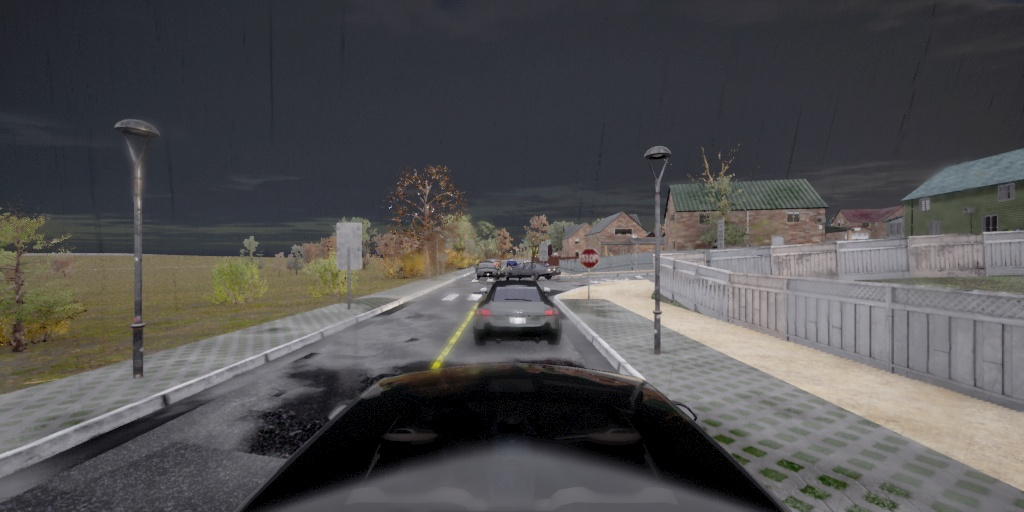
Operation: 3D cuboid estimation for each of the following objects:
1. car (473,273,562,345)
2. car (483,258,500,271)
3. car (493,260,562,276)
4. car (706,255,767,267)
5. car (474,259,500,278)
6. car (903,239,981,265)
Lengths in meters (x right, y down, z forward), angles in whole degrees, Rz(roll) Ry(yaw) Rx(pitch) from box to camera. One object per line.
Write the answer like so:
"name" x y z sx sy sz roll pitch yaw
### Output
"car" 0.097 1.313 9.467 1.994 1.385 4.181 0 0 -1
"car" -2.881 1.120 51.209 2.097 1.767 4.553 0 0 1
"car" 1.318 1.197 28.482 5.357 1.411 2.033 -4 -3 43
"car" 14.373 0.413 22.867 4.181 1.385 1.994 -3 0 16
"car" -2.271 1.257 31.391 1.837 1.490 4.892 0 0 -8
"car" 23.875 -0.208 20.452 4.902 1.511 2.128 -3 0 14
